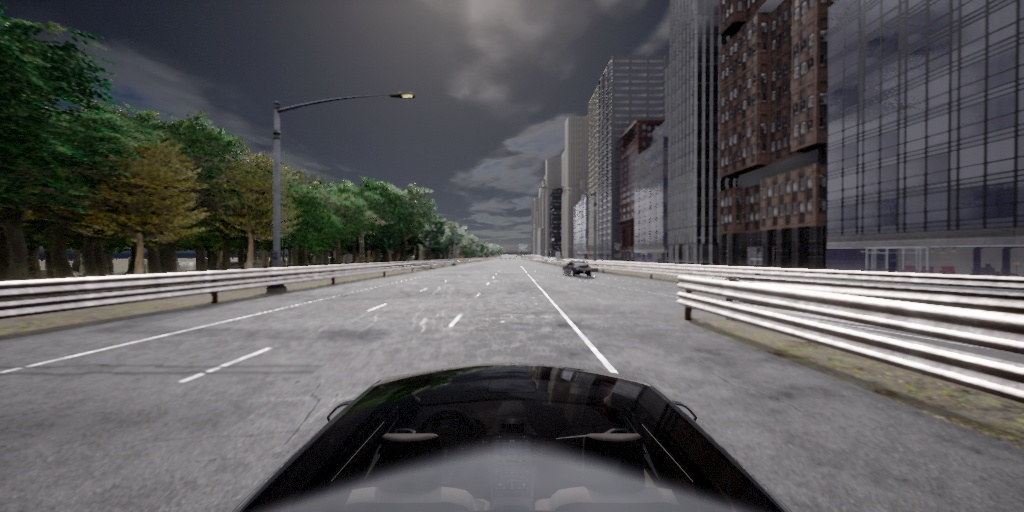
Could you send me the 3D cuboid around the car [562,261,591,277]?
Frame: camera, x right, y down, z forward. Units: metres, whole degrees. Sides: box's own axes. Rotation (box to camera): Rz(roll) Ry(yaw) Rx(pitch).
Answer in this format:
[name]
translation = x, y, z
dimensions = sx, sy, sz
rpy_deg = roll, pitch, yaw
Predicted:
[car]
translation = 6.445, 1.290, 36.205
dimensions = 1.837, 1.490, 4.892
rpy_deg = 0, 0, -9
